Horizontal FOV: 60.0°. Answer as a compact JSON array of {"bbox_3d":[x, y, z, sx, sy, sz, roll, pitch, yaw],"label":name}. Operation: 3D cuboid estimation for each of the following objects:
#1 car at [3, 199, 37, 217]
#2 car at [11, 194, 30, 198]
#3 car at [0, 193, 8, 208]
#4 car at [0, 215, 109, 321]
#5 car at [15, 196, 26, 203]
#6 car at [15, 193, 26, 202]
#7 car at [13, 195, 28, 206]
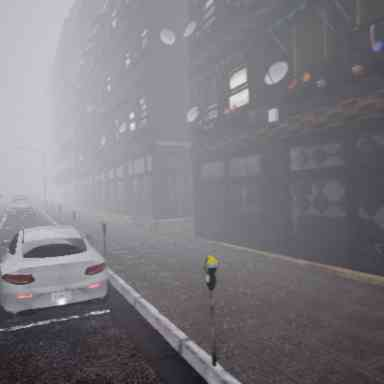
[{"bbox_3d":[-11.588,1.442,22.706,1.887,1.381,4.507,0,0,-27],"label":"car"},{"bbox_3d":[-16.665,1.310,32.534,1.967,1.590,4.097,0,0,-27],"label":"car"},{"bbox_3d":[-22.824,1.135,38.789,2.150,2.045,5.566,-2,1,-27],"label":"car"},{"bbox_3d":[-3.125,1.471,7.302,1.812,1.442,4.674,-2,1,-27],"label":"car"},{"bbox_3d":[-31.952,1.406,61.992,1.802,1.307,4.206,0,0,-27],"label":"car"},{"bbox_3d":[-37.036,1.139,71.817,2.192,1.841,5.009,0,0,-27],"label":"car"},{"bbox_3d":[-26.869,1.272,52.166,1.967,1.590,4.097,0,0,-27],"label":"car"}]
